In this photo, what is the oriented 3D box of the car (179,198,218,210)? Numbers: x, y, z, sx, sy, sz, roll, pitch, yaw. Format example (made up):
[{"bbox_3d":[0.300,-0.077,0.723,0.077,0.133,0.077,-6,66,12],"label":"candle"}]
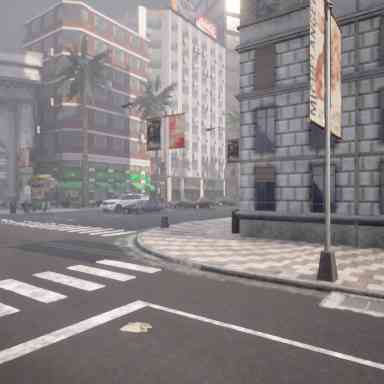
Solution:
[{"bbox_3d":[0.951,1.478,43.602,1.882,1.535,5.008,0,0,38],"label":"car"}]

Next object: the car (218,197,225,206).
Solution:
[{"bbox_3d":[4.926,1.491,53.578,4.902,1.511,2.128,0,0,-44],"label":"car"}]

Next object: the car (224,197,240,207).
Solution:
[{"bbox_3d":[7.483,1.564,51.198,4.181,1.385,1.994,0,0,-43],"label":"car"}]

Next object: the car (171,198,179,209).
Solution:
[{"bbox_3d":[-1.727,1.526,45.821,1.812,1.442,4.674,0,0,37],"label":"car"}]

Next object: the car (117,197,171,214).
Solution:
[{"bbox_3d":[-5.014,1.547,35.625,2.033,1.411,5.357,0,0,36],"label":"car"}]

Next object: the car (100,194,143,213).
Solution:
[{"bbox_3d":[-7.728,1.221,37.819,2.150,2.045,5.566,0,0,36],"label":"car"}]
